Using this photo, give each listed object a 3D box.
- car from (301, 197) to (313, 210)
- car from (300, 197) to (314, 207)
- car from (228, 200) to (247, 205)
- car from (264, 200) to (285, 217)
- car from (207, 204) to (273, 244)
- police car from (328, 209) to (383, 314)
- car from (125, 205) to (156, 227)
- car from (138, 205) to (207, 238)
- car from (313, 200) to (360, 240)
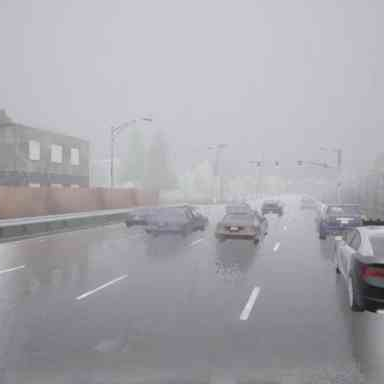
[{"bbox_3d":[14.629,1.601,41.690,1.895,1.301,4.718,0,0,19],"label":"car"},{"bbox_3d":[18.398,1.547,53.152,2.033,1.411,5.357,0,0,18],"label":"car"},{"bbox_3d":[4.732,1.547,33.825,2.033,1.411,5.357,0,0,18],"label":"car"},{"bbox_3d":[7.787,1.505,31.916,1.837,1.490,4.892,0,0,18],"label":"car"},{"bbox_3d":[2.525,1.548,16.011,2.033,1.411,5.357,0,0,18],"label":"car"},{"bbox_3d":[4.389,1.425,7.494,1.930,1.638,5.238,0,0,18],"label":"police car"},{"bbox_3d":[-2.760,1.564,22.330,1.994,1.385,4.181,0,0,18],"label":"car"},{"bbox_3d":[-0.606,1.548,17.698,2.033,1.411,5.357,0,0,18],"label":"car"},{"bbox_3d":[7.488,1.351,16.854,2.097,1.767,4.553,0,0,18],"label":"car"}]
